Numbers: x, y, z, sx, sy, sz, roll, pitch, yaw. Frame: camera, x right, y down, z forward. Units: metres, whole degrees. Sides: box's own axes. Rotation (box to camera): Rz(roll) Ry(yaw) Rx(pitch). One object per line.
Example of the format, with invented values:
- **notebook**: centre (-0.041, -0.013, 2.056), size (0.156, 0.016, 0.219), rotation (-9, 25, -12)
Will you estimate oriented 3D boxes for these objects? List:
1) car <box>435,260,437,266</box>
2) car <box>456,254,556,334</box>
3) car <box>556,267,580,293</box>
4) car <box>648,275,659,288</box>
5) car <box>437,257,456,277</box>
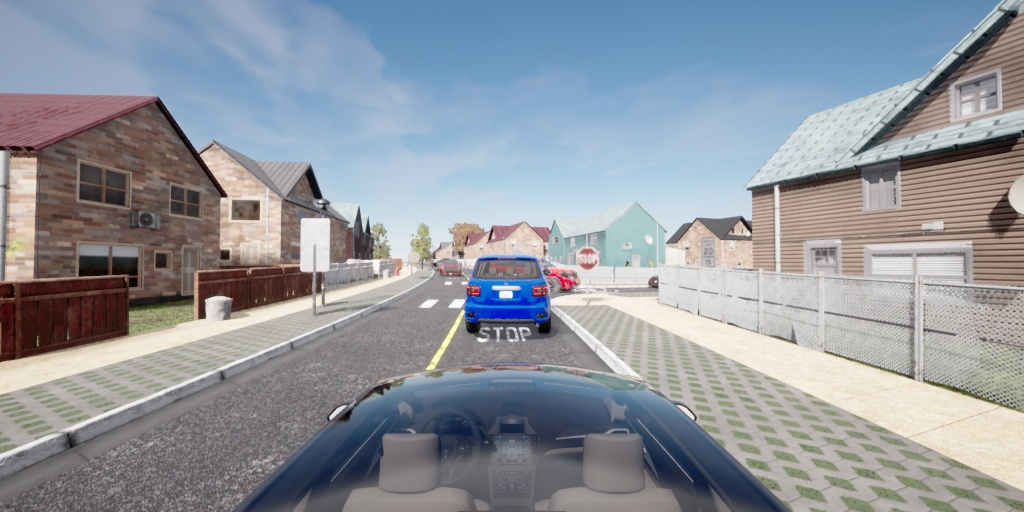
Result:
- **car**: centre (-9.285, 1.140, 50.099), size (2.097, 1.767, 4.553), rotation (0, 0, -14)
- **car**: centre (-0.018, 0.975, 10.852), size (2.150, 2.045, 5.566), rotation (0, 0, 3)
- **car**: centre (1.149, 1.019, 21.162), size (5.566, 2.045, 2.150), rotation (1, 1, 28)
- **car**: centre (11.916, 1.649, 25.751), size (4.181, 1.385, 1.994), rotation (1, -2, -20)
- **car**: centre (-6.184, 1.117, 35.880), size (2.097, 1.767, 4.553), rotation (0, 0, -11)
